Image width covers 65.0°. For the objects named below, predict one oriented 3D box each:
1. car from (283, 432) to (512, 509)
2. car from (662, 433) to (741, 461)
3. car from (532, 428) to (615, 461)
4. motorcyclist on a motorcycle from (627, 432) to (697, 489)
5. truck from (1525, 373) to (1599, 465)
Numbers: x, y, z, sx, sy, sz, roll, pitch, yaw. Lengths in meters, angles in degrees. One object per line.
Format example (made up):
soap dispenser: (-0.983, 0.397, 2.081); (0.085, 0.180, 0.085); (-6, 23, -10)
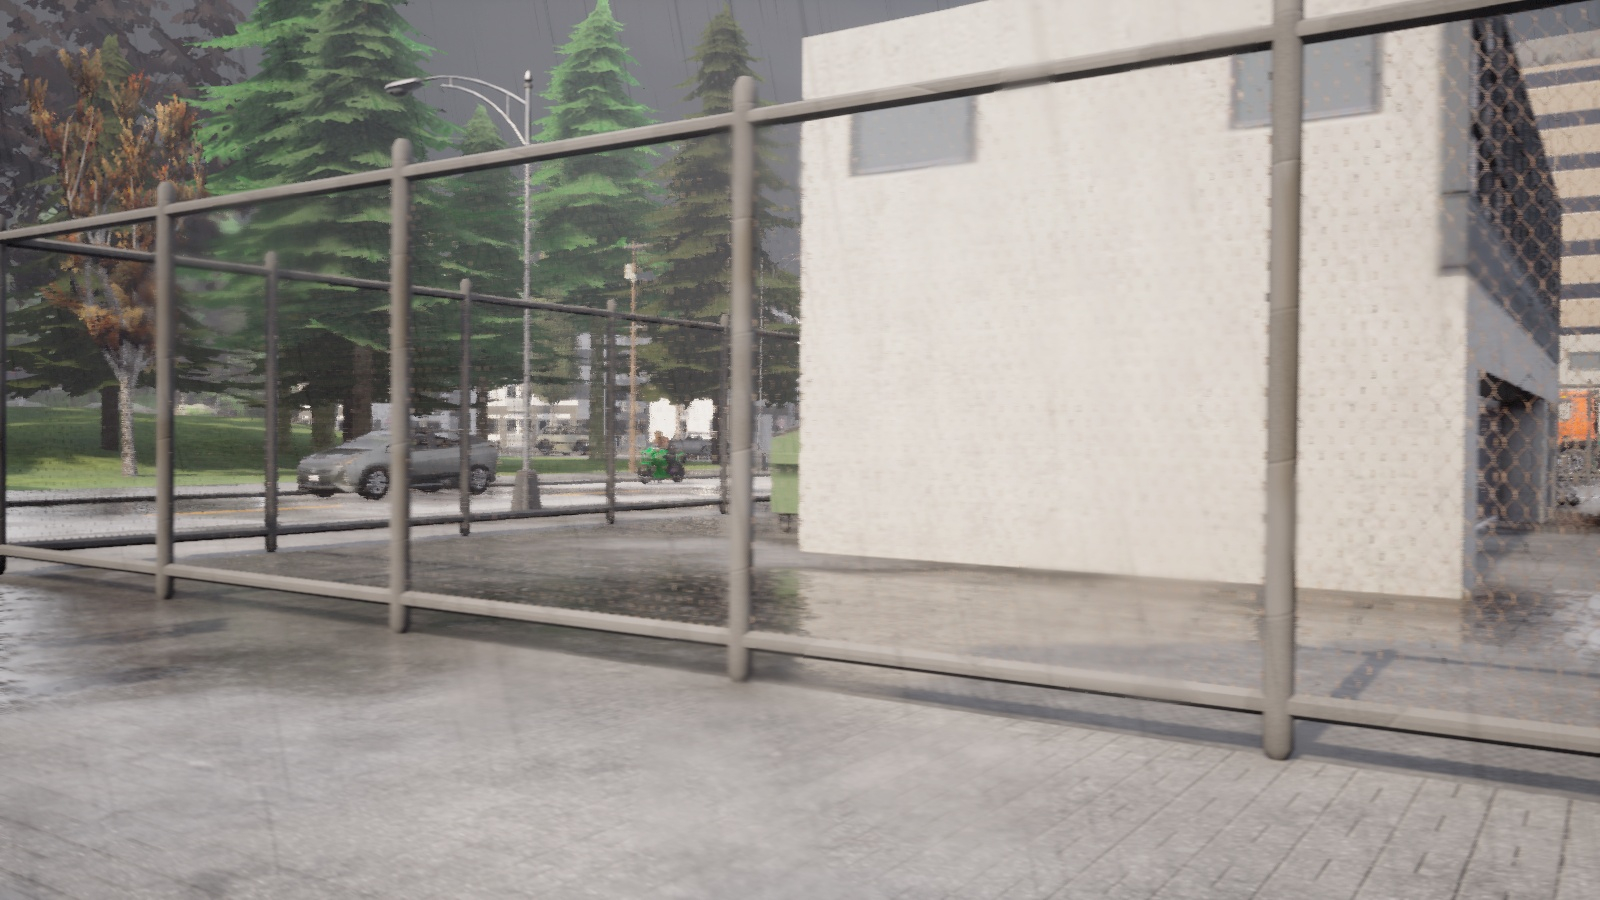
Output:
car: (-8.727, 0.378, 27.608); (2.007, 1.525, 4.514); (0, 1, 33)
car: (-5.269, -0.177, 67.136); (3.806, 1.475, 1.970); (0, 1, 34)
car: (-13.045, -0.326, 72.264); (4.605, 1.855, 1.932); (0, 1, 34)
motorcyclist on a motorcycle: (-3.838, 0.268, 34.970); (0.797, 1.523, 2.044); (0, 1, 34)
truck: (31.960, -1.185, 47.262); (7.936, 3.462, 2.891); (0, 1, 33)
